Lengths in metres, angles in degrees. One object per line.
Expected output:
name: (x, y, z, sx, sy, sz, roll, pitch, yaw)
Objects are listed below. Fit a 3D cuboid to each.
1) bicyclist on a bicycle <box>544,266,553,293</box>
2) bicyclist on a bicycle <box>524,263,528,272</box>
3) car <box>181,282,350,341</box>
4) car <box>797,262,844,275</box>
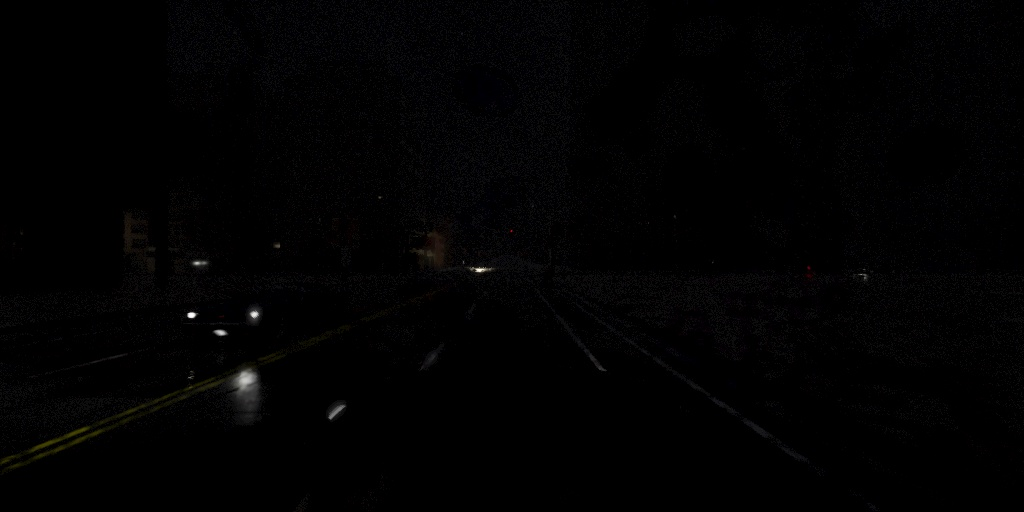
bicyclist on a bicycle: (2.258, 1.464, 21.839, 0.582, 1.620, 1.656, 0, 0, 0)
bicyclist on a bicycle: (2.273, 1.978, 58.393, 0.866, 1.612, 1.509, 0, 0, 0)
car: (-6.598, 1.458, 10.337, 1.895, 1.301, 4.718, 0, -1, 0)
car: (38.593, 1.547, 44.858, 4.553, 1.767, 2.097, 0, 0, 0)
